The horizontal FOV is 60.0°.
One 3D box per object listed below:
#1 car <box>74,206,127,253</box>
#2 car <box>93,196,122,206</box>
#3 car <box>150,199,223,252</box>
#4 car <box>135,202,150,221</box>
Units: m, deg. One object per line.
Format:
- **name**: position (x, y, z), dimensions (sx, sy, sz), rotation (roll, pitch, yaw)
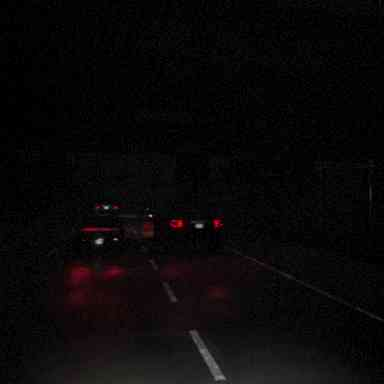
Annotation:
- **car**: position (-3.819, 1.548, 14.042), dimensions (2.128, 1.511, 4.902), rotation (1, 0, -13)
- **car**: position (-7.234, 1.335, 28.363), dimensions (2.150, 2.045, 5.566), rotation (1, 0, -13)
- **car**: position (-0.354, 1.322, 14.603), dimensions (2.150, 2.045, 5.566), rotation (1, 0, -13)
- **car**: position (-3.896, 1.678, 29.466), dimensions (1.837, 1.490, 4.892), rotation (1, 0, -13)
